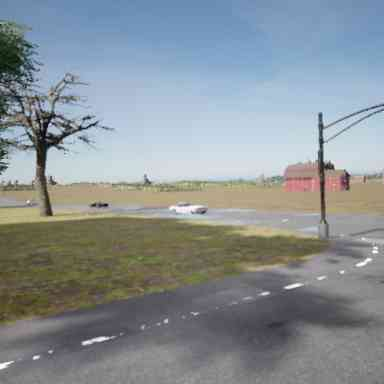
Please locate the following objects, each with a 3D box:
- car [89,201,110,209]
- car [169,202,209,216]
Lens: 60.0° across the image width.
[{"bbox_3d":[-15.276,2.084,54.740,1.895,1.301,4.718,-4,1,-37],"label":"car"},{"bbox_3d":[-0.367,1.723,35.244,1.895,1.301,4.718,-4,2,-38],"label":"car"}]
